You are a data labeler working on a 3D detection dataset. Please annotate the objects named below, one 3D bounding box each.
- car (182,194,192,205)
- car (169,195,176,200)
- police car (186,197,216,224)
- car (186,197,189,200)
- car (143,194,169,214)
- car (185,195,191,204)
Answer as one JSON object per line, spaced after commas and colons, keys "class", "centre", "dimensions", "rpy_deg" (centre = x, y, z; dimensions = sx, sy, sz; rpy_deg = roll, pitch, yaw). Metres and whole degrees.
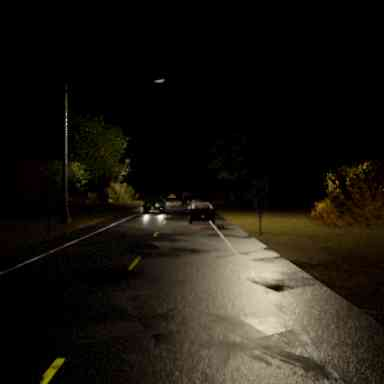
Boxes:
{"class": "car", "centre": [-0.915, 1.643, 60.365], "dimensions": [2.033, 1.411, 5.357], "rpy_deg": [0, 0, -1]}
{"class": "car", "centre": [-4.746, 1.363, 78.695], "dimensions": [1.882, 1.535, 5.008], "rpy_deg": [0, 0, -1]}
{"class": "police car", "centre": [0.715, 1.480, 25.691], "dimensions": [1.930, 1.638, 5.238], "rpy_deg": [0, 0, -1]}
{"class": "car", "centre": [0.545, 1.597, 35.580], "dimensions": [1.812, 1.442, 4.674], "rpy_deg": [0, 0, -1]}
{"class": "car", "centre": [-4.128, 1.296, 37.103], "dimensions": [2.150, 2.045, 5.566], "rpy_deg": [0, 0, -1]}
{"class": "car", "centre": [0.442, 1.557, 41.579], "dimensions": [1.882, 1.535, 5.008], "rpy_deg": [0, 0, -1]}
